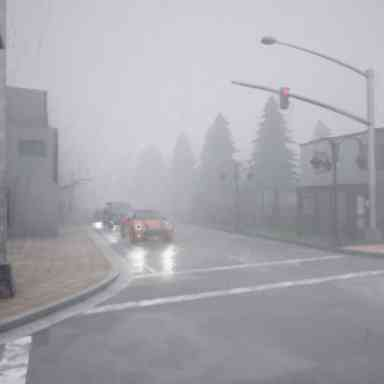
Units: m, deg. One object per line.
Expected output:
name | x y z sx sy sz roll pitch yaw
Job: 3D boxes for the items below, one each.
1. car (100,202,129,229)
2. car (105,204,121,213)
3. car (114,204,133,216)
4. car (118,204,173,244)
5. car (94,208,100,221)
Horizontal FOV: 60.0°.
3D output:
car | -5.992 1.850 27.377 2.150 2.045 5.566 0 -1 -21
car | -13.772 2.891 57.766 2.033 1.411 5.357 0 -1 -21
car | -10.003 2.582 48.021 1.882 1.535 5.008 0 -1 -21
car | -2.592 1.767 18.565 2.097 1.767 4.553 0 -1 -21
car | -9.857 2.478 37.418 1.895 1.301 4.718 0 -1 -21
